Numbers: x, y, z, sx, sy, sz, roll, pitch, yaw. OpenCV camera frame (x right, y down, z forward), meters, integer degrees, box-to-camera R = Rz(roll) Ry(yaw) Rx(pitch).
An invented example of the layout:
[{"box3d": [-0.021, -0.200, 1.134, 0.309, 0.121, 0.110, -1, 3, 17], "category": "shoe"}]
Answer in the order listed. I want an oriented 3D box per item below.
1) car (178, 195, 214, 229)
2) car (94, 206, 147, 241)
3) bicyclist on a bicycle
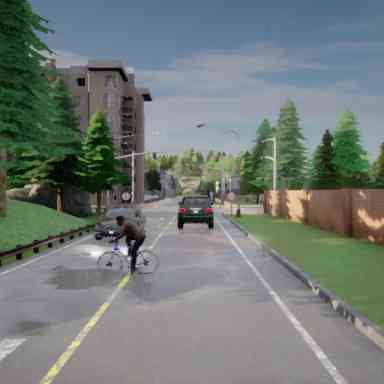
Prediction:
[{"box3d": [0.245, 1.221, 21.744, 2.150, 2.045, 5.566, 0, 0, 0], "category": "car"}, {"box3d": [-3.467, 1.506, 16.832, 1.837, 1.490, 4.892, 0, 0, 1], "category": "car"}, {"box3d": [-1.736, 1.453, 8.921, 1.656, 1.620, 0.582, -2, 0, 0], "category": "bicyclist on a bicycle"}]
